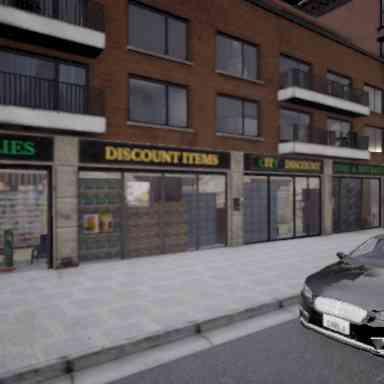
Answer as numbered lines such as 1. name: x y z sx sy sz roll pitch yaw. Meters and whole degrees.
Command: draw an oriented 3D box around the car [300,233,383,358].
1. car: 3.916 1.501 5.858 4.902 1.511 2.128 0 0 -35
